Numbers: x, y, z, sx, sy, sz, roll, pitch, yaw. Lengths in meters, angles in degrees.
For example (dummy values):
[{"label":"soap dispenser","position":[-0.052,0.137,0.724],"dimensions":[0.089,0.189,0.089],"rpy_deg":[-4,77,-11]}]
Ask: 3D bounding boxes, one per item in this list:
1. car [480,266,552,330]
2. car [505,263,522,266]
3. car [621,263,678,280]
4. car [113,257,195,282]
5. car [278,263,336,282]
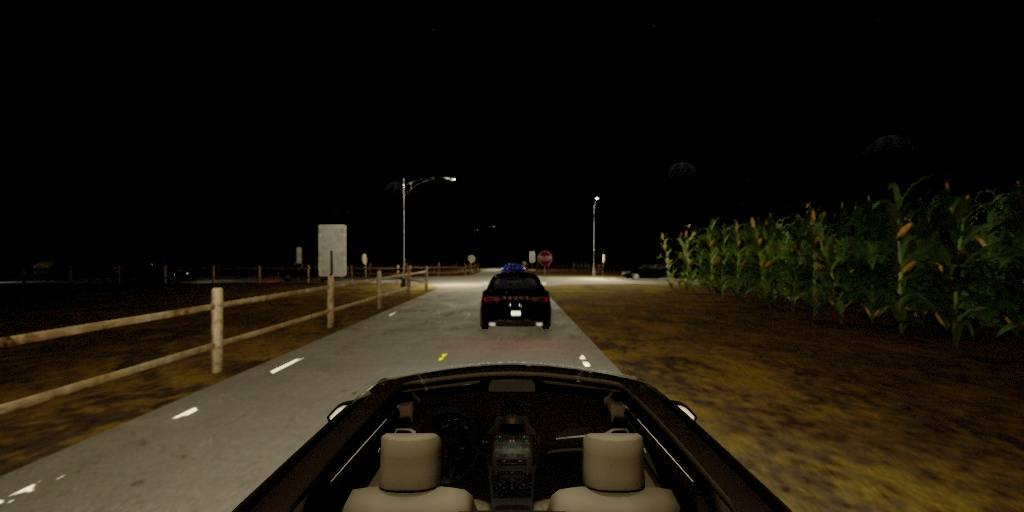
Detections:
[{"label":"car","position":[0.100,1.237,11.223],"dimensions":[1.882,1.535,5.008],"rpy_deg":[0,0,0]},{"label":"car","position":[0.106,1.351,29.667],"dimensions":[1.882,1.535,5.008],"rpy_deg":[0,0,0]},{"label":"car","position":[12.741,1.409,33.271],"dimensions":[5.008,1.535,1.882],"rpy_deg":[0,1,-1]},{"label":"car","position":[-30.411,1.140,30.548],"dimensions":[5.566,2.045,2.150],"rpy_deg":[0,1,0]},{"label":"car","position":[-17.173,1.365,30.512],"dimensions":[4.902,1.511,2.128],"rpy_deg":[0,1,0]}]
